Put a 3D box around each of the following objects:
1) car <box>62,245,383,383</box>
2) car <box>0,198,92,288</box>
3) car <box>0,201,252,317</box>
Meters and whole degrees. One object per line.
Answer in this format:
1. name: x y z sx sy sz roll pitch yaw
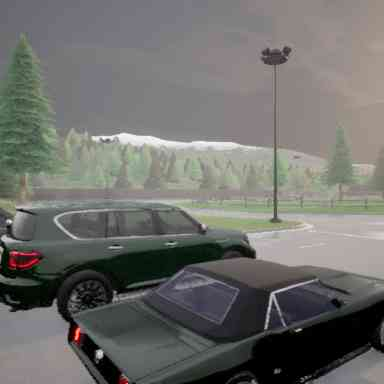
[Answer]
1. car: 0.992 1.601 4.447 4.718 1.301 1.895 0 0 -35
2. car: -5.626 1.222 8.331 5.566 2.045 2.150 0 0 -35
3. car: -1.098 1.220 7.256 5.566 2.045 2.150 0 0 -36
